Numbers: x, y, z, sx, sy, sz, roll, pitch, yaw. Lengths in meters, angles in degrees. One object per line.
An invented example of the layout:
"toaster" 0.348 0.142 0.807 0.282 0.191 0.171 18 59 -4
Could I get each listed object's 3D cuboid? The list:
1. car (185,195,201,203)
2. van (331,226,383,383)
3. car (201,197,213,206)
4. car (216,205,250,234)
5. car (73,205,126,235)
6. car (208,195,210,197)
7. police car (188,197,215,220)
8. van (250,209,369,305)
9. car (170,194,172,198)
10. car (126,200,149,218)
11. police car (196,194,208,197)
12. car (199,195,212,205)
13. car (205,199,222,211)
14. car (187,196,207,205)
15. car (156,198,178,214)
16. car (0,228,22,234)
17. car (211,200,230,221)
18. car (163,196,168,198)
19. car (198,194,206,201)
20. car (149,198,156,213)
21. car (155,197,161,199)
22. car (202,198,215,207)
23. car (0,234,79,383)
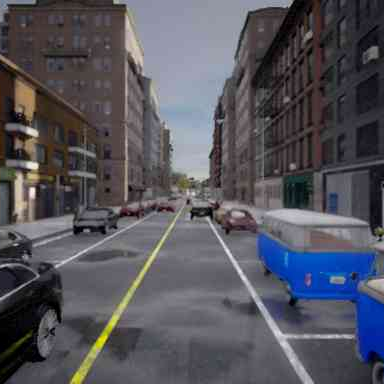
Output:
"car" 0.310 1.503 72.558 1.812 1.442 4.674 0 0 23
"van" 2.636 1.347 2.191 1.690 1.788 3.998 0 0 0
"car" 2.611 1.686 59.014 2.008 1.369 4.403 0 0 0
"car" 2.629 1.628 19.238 1.802 1.307 4.206 0 0 0
"car" -5.396 1.611 19.233 1.947 1.339 4.313 0 0 0
"car" 2.616 1.550 47.650 1.967 1.590 4.097 0 0 0
"police car" 0.812 1.494 29.216 1.930 1.638 5.238 0 0 0
"van" 2.634 1.360 7.874 1.690 1.788 3.998 0 0 0
"car" -5.416 1.587 64.692 1.967 1.590 4.097 0 0 0
"car" -5.401 1.616 30.598 1.887 1.381 4.507 0 0 0
"police car" 0.689 1.530 45.188 1.930 1.638 5.238 0 0 -2
"car" 2.609 1.462 64.696 2.192 1.841 5.009 0 0 0
"car" 2.619 1.642 41.967 1.887 1.381 4.507 0 0 0
"car" 0.701 1.573 39.134 1.882 1.535 5.008 0 0 2
"car" -2.863 1.688 37.326 1.895 1.301 4.718 0 0 0
"car" -5.391 1.570 7.869 2.008 1.369 4.403 0 0 0
"car" 2.626 1.584 25.090 1.752 1.417 4.829 0 0 0
"car" -5.411 1.562 53.328 1.967 1.590 4.097 0 0 0
"car" 2.660 1.520 91.752 2.192 1.841 5.009 0 0 0
"car" -5.404 1.635 36.280 2.008 1.369 4.403 0 0 0
"car" -5.406 1.642 41.963 1.887 1.381 4.507 0 0 0
"car" 2.614 1.667 53.332 1.887 1.381 4.507 0 0 0
"car" -2.843 1.499 3.121 2.128 1.511 4.902 0 0 0
